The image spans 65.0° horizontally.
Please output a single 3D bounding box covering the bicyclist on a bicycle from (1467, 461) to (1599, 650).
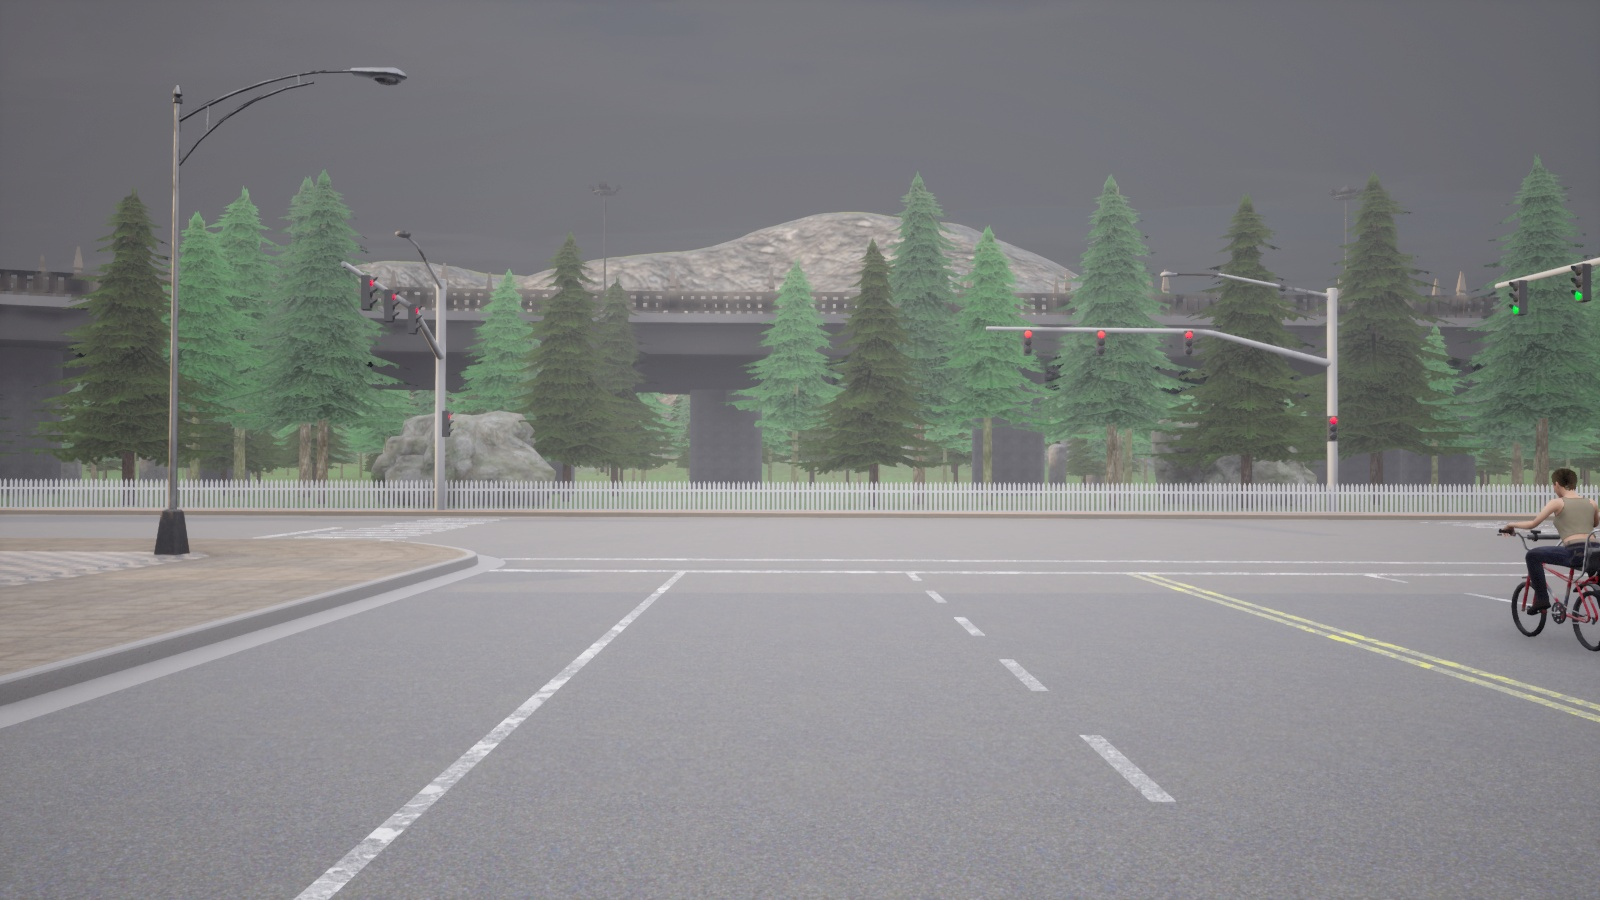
[{"bbox_3d":[6.975,0.916,11.527,0.866,1.612,1.509,0,-1,0],"label":"bicyclist on a bicycle"}]
